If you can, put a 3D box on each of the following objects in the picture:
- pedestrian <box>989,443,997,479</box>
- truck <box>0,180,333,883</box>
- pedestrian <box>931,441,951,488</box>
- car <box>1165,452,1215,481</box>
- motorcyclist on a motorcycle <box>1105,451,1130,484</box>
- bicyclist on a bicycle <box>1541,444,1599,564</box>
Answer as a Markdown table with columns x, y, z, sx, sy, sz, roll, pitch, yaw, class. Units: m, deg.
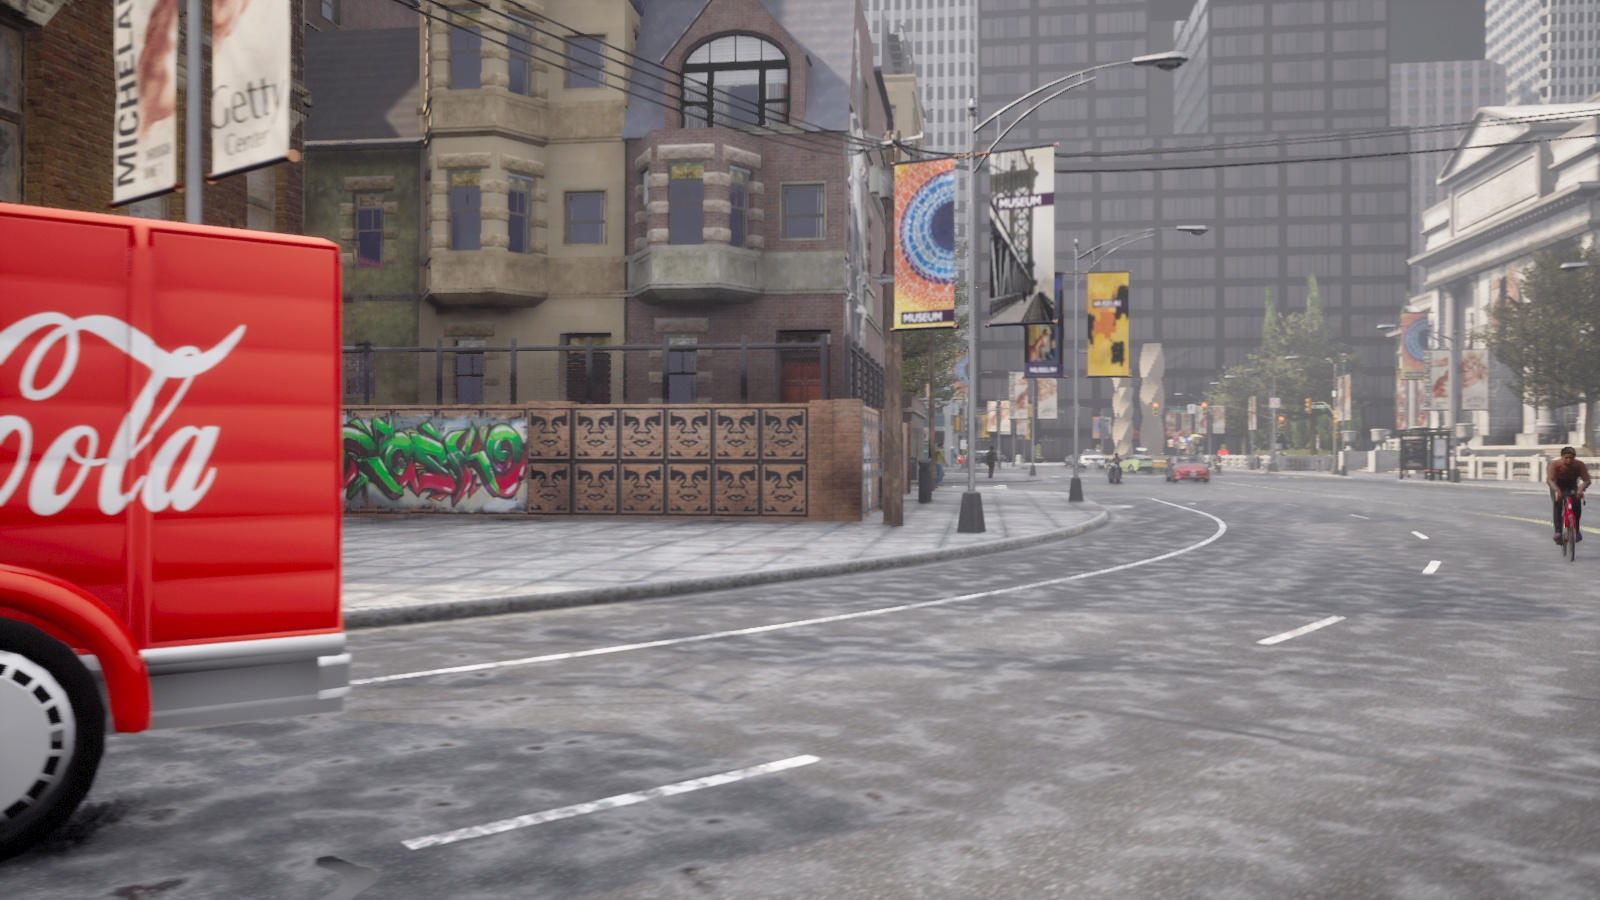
| x | y | z | sx | sy | sz | roll | pitch | yaw | class |
| --- | --- | --- | --- | --- | --- | --- | --- | --- | --- |
| 10.556 | 0.607 | 68.622 | 0.395 | 1.930 | 0.692 | 0 | 0 | 14 | pedestrian |
| -4.762 | 0.288 | 4.585 | 5.204 | 2.467 | 2.627 | 0 | 0 | -37 | truck |
| 5.569 | 0.555 | 49.492 | 0.706 | 1.836 | 0.354 | 0 | 0 | -12 | pedestrian |
| 21.355 | 0.867 | 68.885 | 2.007 | 1.525 | 4.514 | 0 | 0 | 9 | car |
| 16.300 | 0.870 | 64.428 | 0.766 | 1.649 | 2.350 | -1 | -1 | 26 | motorcyclist on a motorcycle |
| 10.928 | 0.728 | 17.824 | 0.582 | 1.620 | 1.656 | -1 | 0 | 27 | bicyclist on a bicycle |
